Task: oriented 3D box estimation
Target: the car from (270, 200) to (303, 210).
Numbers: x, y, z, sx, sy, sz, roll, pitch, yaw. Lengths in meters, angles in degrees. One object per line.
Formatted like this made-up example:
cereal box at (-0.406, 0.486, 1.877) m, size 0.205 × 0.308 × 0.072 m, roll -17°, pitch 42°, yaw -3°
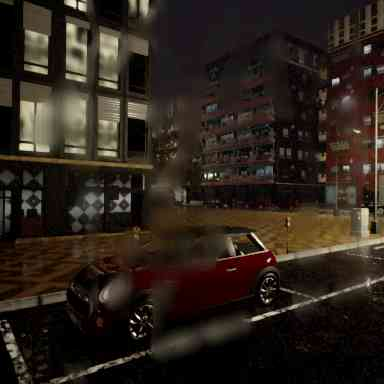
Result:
car at (13.362, 1.806, 45.976) m, size 1.802 × 1.307 × 4.206 m, roll 1°, pitch -1°, yaw -35°

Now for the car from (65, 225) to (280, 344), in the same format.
car at (-0.237, 1.441, 6.372) m, size 4.097 × 1.590 × 1.967 m, roll 0°, pitch 1°, yaw -35°

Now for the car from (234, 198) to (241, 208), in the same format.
car at (6.824, 1.725, 55.244) m, size 1.967 × 1.590 × 4.097 m, roll 1°, pitch -1°, yaw -35°

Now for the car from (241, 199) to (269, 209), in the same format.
car at (10.093, 1.800, 50.610) m, size 1.887 × 1.381 × 4.507 m, roll 1°, pitch -1°, yaw -35°

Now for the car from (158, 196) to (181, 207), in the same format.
car at (-3.296, 1.733, 55.050) m, size 1.887 × 1.381 × 4.507 m, roll 1°, pitch -1°, yaw -35°

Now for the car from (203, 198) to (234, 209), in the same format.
car at (3.243, 1.677, 45.783) m, size 2.008 × 1.369 × 4.403 m, roll 1°, pitch -1°, yaw -35°

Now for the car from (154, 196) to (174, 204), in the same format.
car at (-6.253, 1.724, 73.779) m, size 2.192 × 1.841 × 5.009 m, roll 1°, pitch -1°, yaw -35°

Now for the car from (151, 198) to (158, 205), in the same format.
car at (-6.565, 1.763, 59.683) m, size 1.887 × 1.381 × 4.507 m, roll 1°, pitch -1°, yaw -35°

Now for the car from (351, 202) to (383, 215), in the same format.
car at (19.901, 1.730, 36.710) m, size 1.947 × 1.339 × 4.313 m, roll 1°, pitch -1°, yaw -35°
